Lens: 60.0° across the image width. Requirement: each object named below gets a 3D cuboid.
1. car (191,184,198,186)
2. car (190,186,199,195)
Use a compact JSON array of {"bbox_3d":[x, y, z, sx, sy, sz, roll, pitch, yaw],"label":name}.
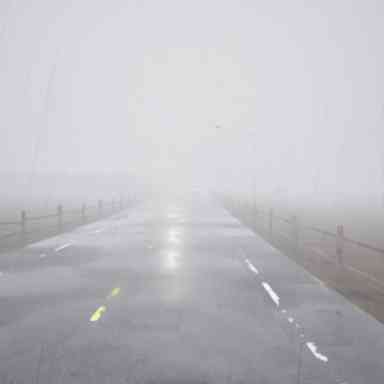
[{"bbox_3d":[0.587,-0.920,82.544,2.150,2.045,5.566,0,3,0],"label":"car"},{"bbox_3d":[0.509,-0.068,72.210,2.033,1.411,5.357,0,2,0],"label":"car"}]
